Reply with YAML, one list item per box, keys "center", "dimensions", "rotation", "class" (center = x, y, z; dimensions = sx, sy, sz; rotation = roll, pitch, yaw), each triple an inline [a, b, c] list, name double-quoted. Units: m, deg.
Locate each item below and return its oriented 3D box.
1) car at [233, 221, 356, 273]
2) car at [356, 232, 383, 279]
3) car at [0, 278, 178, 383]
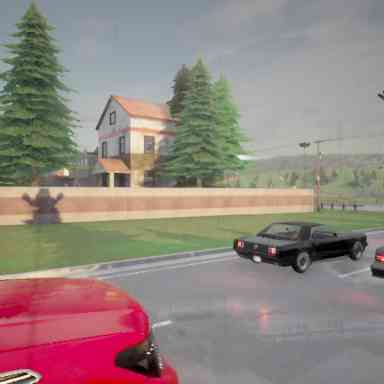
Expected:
- center: [3.652, 1.600, 10.667]
  dimensions: [4.718, 1.301, 1.895]
  rotation: [0, 0, -36]
  class: "car"
- center: [6.651, 1.547, 8.497]
  dimensions: [5.357, 1.411, 2.033]
  rotation: [0, 0, -36]
  class: "car"
- center: [-2.776, 1.220, 1.831]
  dimensions: [5.566, 2.045, 2.150]
  rotation: [0, 0, -35]
  class: "car"
